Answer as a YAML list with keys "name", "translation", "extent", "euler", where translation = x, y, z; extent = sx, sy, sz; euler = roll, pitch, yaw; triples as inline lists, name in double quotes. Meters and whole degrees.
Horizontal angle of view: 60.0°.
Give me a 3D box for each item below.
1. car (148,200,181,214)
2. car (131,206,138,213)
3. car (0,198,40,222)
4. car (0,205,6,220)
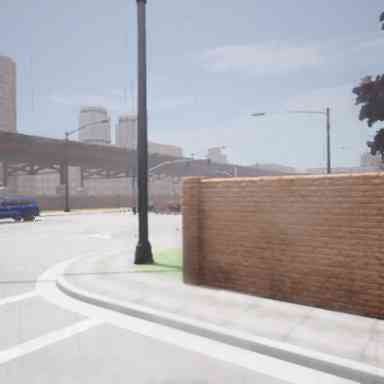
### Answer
- name: "car"
  translation: [-2.538, 1.769, 39.913]
  extent: [1.882, 1.535, 5.008]
  euler: [-1, -1, 36]
- name: "car"
  translation: [-5.201, 1.881, 42.194]
  extent: [2.033, 1.411, 5.357]
  euler: [-1, 0, 36]
- name: "car"
  translation: [-15.704, 1.551, 27.944]
  extent: [2.150, 2.045, 5.566]
  euler: [-1, 0, 36]
- name: "car"
  translation: [-15.503, 1.816, 22.254]
  extent: [1.812, 1.442, 4.674]
  euler: [-1, 0, 36]
